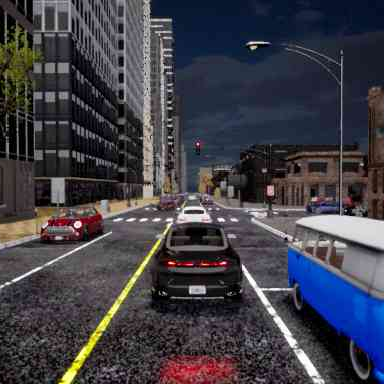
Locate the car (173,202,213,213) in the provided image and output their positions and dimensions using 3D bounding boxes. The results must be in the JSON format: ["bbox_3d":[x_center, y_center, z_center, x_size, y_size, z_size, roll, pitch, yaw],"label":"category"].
[{"bbox_3d":[0.109,1.520,18.730,1.812,1.442,4.674,0,0,0],"label":"car"}]

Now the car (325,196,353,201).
[{"bbox_3d":[16.558,1.410,39.403,5.009,1.841,2.192,1,0,1],"label":"car"}]

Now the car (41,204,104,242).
[{"bbox_3d":[-5.691,1.435,16.173,1.967,1.590,4.097,-1,0,0],"label":"car"}]

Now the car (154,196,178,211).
[{"bbox_3d":[-3.065,1.553,40.335,1.994,1.385,4.181,0,0,0],"label":"car"}]

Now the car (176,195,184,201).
[{"bbox_3d":[-2.933,1.456,80.738,1.882,1.535,5.008,0,0,0],"label":"car"}]

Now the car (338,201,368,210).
[{"bbox_3d":[16.443,1.792,31.026,4.313,1.339,1.947,1,0,1],"label":"car"}]

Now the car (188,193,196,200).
[{"bbox_3d":[0.075,1.255,91.018,2.097,1.767,4.553,0,0,0],"label":"car"}]

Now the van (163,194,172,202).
[{"bbox_3d":[-5.609,1.322,76.697,1.690,1.788,3.998,-1,0,0],"label":"van"}]

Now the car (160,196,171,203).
[{"bbox_3d":[-5.610,1.548,71.053,1.947,1.339,4.313,-1,0,0],"label":"car"}]

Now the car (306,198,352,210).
[{"bbox_3d":[14.846,1.684,36.842,4.181,1.385,1.994,1,1,1],"label":"car"}]

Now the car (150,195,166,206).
[{"bbox_3d":[-5.795,1.511,53.951,1.752,1.417,4.829,-1,0,0],"label":"car"}]

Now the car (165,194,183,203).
[{"bbox_3d":[-3.036,1.336,56.220,2.097,1.767,4.553,0,0,0],"label":"car"}]

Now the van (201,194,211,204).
[{"bbox_3d":[2.729,1.324,65.347,1.690,1.788,3.998,-1,0,0],"label":"van"}]

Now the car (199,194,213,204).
[{"bbox_3d":[2.726,1.424,59.703,1.967,1.590,4.097,-1,0,0],"label":"car"}]

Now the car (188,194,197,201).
[{"bbox_3d":[0.067,1.503,81.015,1.812,1.442,4.674,0,0,0],"label":"car"}]

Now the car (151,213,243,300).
[{"bbox_3d":[0.104,1.502,8.374,1.837,1.490,4.892,0,0,0],"label":"car"}]

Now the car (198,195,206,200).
[{"bbox_3d":[2.756,1.530,93.568,2.008,1.369,4.403,-1,0,0],"label":"car"}]

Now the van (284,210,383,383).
[{"bbox_3d":[2.679,1.340,5.083,1.690,1.788,3.998,-1,0,0],"label":"van"}]
